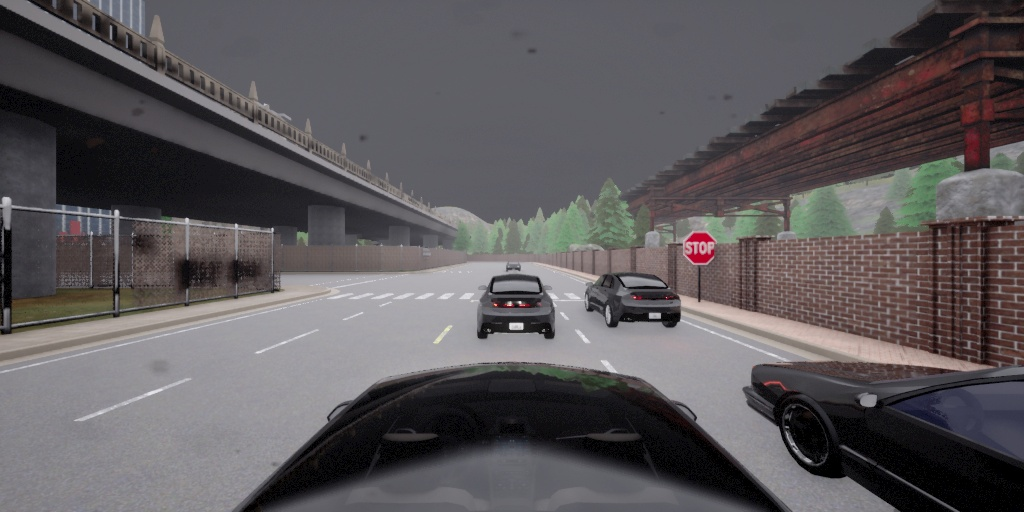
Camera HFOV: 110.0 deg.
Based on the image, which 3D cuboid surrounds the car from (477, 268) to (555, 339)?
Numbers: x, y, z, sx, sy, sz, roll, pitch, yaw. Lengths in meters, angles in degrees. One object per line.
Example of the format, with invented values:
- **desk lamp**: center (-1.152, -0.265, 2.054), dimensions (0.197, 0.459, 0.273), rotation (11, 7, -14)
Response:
- **car**: center (0.095, 1.255, 10.067), dimensions (1.837, 1.490, 4.892), rotation (0, 0, 0)

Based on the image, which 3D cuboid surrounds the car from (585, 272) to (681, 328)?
- **car**: center (3.596, 1.255, 11.428), dimensions (1.837, 1.490, 4.892), rotation (0, 0, 0)

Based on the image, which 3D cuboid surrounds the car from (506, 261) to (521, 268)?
- **car**: center (0.164, 1.351, 46.346), dimensions (1.895, 1.301, 4.718), rotation (0, 0, -1)

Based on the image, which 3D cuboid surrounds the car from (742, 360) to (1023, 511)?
- **car**: center (3.600, 1.297, 1.681), dimensions (2.033, 1.411, 5.357), rotation (0, 0, 0)
